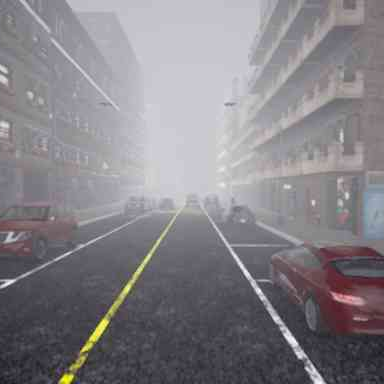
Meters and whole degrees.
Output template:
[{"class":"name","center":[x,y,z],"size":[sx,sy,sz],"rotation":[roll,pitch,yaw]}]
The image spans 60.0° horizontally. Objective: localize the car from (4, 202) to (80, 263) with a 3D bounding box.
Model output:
[{"class":"car","center":[-5.711,1.306,12.107],"size":[2.192,1.841,5.009],"rotation":[-1,0,0]}]

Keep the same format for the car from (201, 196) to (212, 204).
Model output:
[{"class":"car","center":[2.692,1.527,63.049],"size":[1.947,1.339,4.313],"rotation":[-1,0,0]}]

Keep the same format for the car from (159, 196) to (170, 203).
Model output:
[{"class":"car","center":[-5.688,1.484,68.577],"size":[1.752,1.417,4.829],"rotation":[-1,0,0]}]

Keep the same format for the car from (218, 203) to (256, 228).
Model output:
[{"class":"car","center":[3.005,1.510,21.848],"size":[1.812,1.442,4.674],"rotation":[0,0,0]}]

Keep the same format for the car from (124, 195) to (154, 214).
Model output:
[{"class":"car","center":[-5.697,1.290,34.763],"size":[2.192,1.841,5.009],"rotation":[-1,0,0]}]

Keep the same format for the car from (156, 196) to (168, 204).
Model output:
[{"class":"car","center":[-5.689,1.486,62.913],"size":[1.752,1.417,4.829],"rotation":[-1,0,0]}]

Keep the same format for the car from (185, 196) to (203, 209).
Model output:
[{"class":"car","center":[0.076,1.534,44.186],"size":[1.994,1.385,4.181],"rotation":[0,0,0]}]

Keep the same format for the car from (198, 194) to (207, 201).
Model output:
[{"class":"car","center":[2.694,1.392,85.704],"size":[1.967,1.590,4.097],"rotation":[-1,0,0]}]

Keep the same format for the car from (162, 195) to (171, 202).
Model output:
[{"class":"car","center":[-5.687,1.482,74.241],"size":[1.752,1.417,4.829],"rotation":[-1,0,0]}]

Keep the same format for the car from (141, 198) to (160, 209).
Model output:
[{"class":"car","center":[-5.691,1.535,46.091],"size":[1.947,1.339,4.313],"rotation":[-1,0,0]}]

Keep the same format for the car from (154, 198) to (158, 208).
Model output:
[{"class":"car","center":[-5.694,1.412,40.427],"size":[1.967,1.590,4.097],"rotation":[-1,0,0]}]

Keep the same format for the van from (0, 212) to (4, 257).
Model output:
[{"class":"van","center":[-5.684,1.336,6.444],"size":[1.690,1.788,3.998],"rotation":[-1,0,0]}]

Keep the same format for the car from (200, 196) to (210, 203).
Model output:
[{"class":"car","center":[2.693,1.541,68.713],"size":[1.802,1.307,4.206],"rotation":[-1,0,0]}]

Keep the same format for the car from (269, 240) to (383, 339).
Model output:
[{"class":"car","center":[2.682,1.577,6.411],"size":[1.802,1.307,4.206],"rotation":[-1,0,0]}]

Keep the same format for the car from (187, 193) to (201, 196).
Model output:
[{"class":"car","center":[0.011,1.185,56.188],"size":[2.150,2.045,5.566],"rotation":[0,0,0]}]

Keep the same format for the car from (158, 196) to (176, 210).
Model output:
[{"class":"car","center":[-3.077,1.449,41.626],"size":[1.882,1.535,5.008],"rotation":[0,0,0]}]

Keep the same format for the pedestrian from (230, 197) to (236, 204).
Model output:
[{"class":"pedestrian","center":[3.005,1.276,24.673],"size":[0.375,1.860,0.375],"rotation":[-1,1,-5]}]

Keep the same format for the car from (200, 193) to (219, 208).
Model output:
[{"class":"car","center":[2.685,1.284,46.057],"size":[2.192,1.841,5.009],"rotation":[-1,0,0]}]
